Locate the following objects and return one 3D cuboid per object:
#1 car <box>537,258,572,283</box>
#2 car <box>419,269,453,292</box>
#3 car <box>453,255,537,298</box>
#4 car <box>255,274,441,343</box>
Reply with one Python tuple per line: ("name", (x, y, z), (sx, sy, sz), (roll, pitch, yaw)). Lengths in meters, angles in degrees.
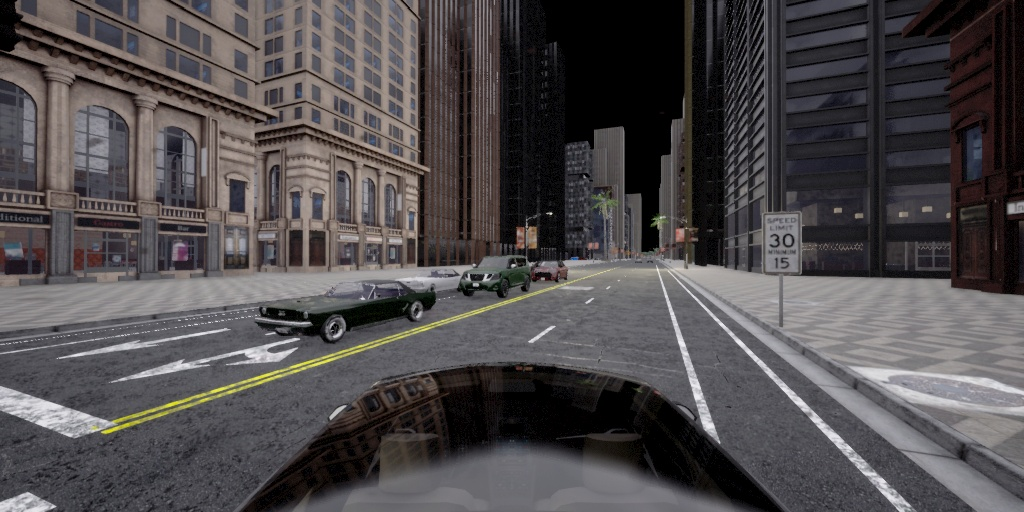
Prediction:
("car", (3.075, 1.116, 28.588), (2.097, 1.767, 4.553), (0, 0, 21))
("car", (-4.139, 1.356, 19.136), (1.895, 1.301, 4.718), (0, 0, 22))
("car", (-0.656, 0.977, 19.090), (2.150, 2.045, 5.566), (0, 0, 21))
("car", (-4.246, 1.352, 10.012), (1.895, 1.301, 4.718), (0, 0, 24))
